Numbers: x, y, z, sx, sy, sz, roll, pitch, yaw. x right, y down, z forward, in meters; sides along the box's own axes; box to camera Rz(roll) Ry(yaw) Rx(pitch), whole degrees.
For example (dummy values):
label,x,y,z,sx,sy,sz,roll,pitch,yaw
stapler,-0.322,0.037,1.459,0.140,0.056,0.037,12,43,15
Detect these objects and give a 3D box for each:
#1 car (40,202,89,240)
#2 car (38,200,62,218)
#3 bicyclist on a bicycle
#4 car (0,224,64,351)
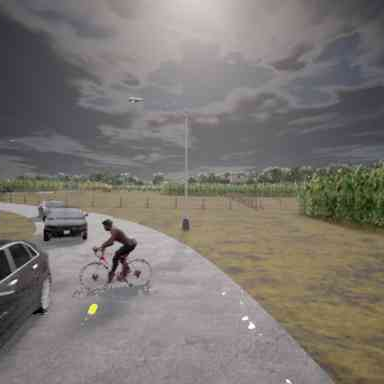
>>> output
label,x,y,z,sx,sy,sz,roll,pitch,yaw
car,-6.302,1.466,16.653,1.882,1.535,5.008,0,0,-21
car,-11.185,1.413,26.818,1.837,1.490,4.892,0,1,-31
bicyclist on a bicycle,-1.762,1.455,7.690,1.656,1.620,0.582,-2,0,-10
car,-3.417,1.503,4.699,1.837,1.490,4.892,0,0,-8
